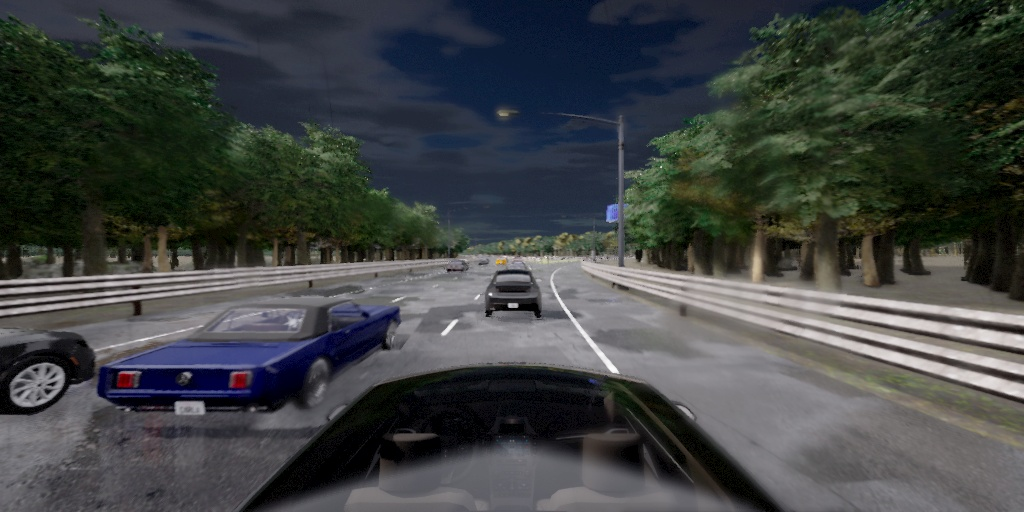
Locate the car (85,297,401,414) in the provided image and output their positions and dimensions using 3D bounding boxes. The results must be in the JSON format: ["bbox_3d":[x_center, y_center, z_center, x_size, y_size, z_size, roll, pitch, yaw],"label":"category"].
[{"bbox_3d":[-3.448,1.345,6.078,1.895,1.301,4.718,0,0,0],"label":"car"}]

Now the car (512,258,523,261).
[{"bbox_3d":[0.661,1.237,42.061,1.994,1.385,4.181,0,0,1],"label":"car"}]

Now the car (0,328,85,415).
[{"bbox_3d":[-6.910,1.247,3.082,1.837,1.490,4.892,0,0,0],"label":"car"}]

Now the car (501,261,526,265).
[{"bbox_3d":[0.353,1.308,29.775,1.895,1.301,4.718,0,0,1],"label":"car"}]

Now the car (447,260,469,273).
[{"bbox_3d":[-6.275,1.209,41.747,2.033,1.411,5.357,0,0,2],"label":"car"}]

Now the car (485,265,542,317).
[{"bbox_3d":[0.057,1.248,13.268,1.837,1.490,4.892,0,0,1],"label":"car"}]
